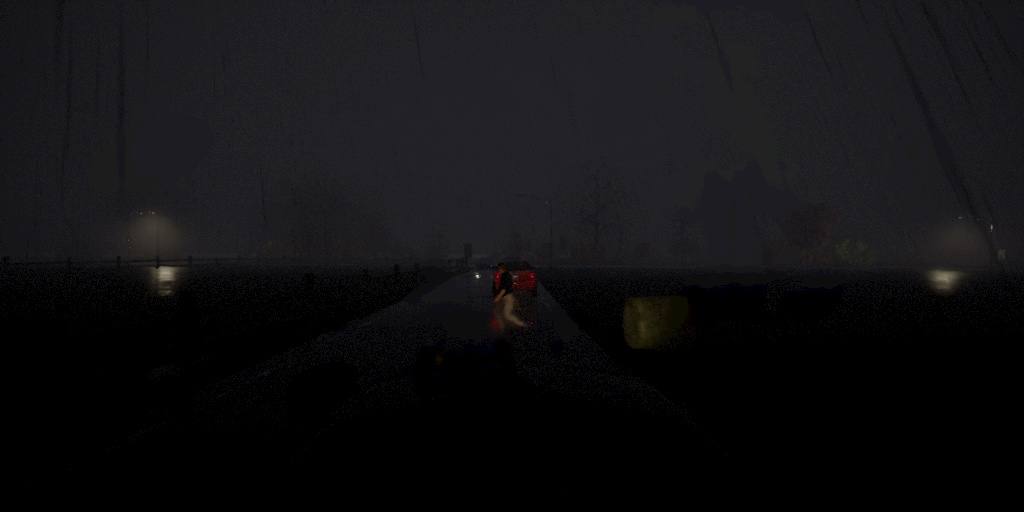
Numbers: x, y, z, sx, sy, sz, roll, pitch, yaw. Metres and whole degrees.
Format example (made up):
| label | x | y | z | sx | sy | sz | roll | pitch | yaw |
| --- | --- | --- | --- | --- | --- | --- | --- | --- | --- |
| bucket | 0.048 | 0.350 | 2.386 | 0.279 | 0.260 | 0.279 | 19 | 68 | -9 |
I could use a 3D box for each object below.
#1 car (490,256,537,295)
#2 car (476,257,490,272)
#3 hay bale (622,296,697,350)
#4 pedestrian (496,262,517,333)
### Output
| label | x | y | z | sx | sy | sz | roll | pitch | yaw |
| --- | --- | --- | --- | --- | --- | --- | --- | --- | --- |
| car | 0.114 | 0.951 | 18.578 | 2.097 | 1.767 | 4.553 | 0 | 0 | -1 |
| car | -2.785 | 0.883 | 39.099 | 1.882 | 1.535 | 5.008 | 0 | 0 | 1 |
| hay bale | 3.126 | 1.354 | 7.768 | 1.220 | 1.180 | 1.240 | 0 | 0 | 0 |
| pedestrian | -0.143 | 0.983 | 8.832 | 0.375 | 1.860 | 0.375 | 0 | 1 | -1 |
